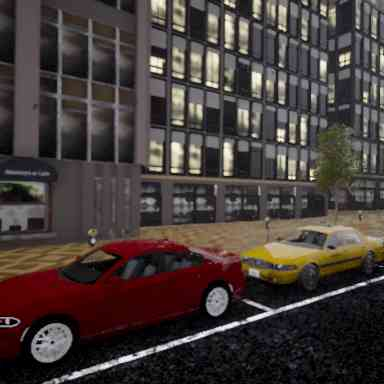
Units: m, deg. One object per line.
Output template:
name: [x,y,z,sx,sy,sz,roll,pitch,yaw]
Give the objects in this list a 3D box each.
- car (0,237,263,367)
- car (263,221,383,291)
car: [-1.085,1.539,5.772,4.507,1.381,1.887,0,1,-35]
car: [3.383,1.505,8.959,4.829,1.417,1.752,0,1,-35]
